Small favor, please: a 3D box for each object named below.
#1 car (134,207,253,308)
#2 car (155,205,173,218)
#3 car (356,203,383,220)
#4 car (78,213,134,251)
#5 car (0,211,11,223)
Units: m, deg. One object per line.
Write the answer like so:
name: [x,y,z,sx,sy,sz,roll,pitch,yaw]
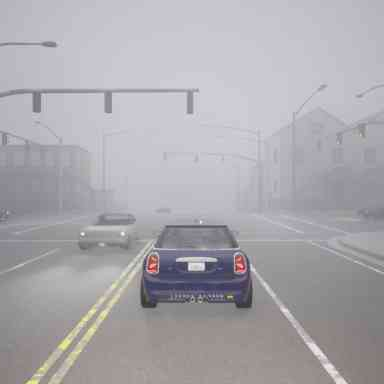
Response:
car: [0.094,1.352,8.068,2.097,1.767,4.553,0,0,0]
car: [-3.551,2.570,42.552,1.895,1.301,4.718,0,-8,0]
car: [16.633,1.547,27.651,5.357,1.411,2.033,0,0,-1]
car: [-3.335,1.602,14.254,1.895,1.301,4.718,0,0,-2]
car: [-15.533,1.746,23.568,4.718,1.301,1.895,-4,0,-1]
